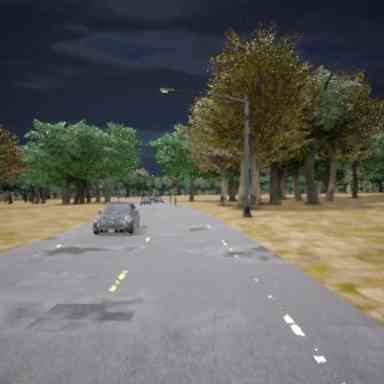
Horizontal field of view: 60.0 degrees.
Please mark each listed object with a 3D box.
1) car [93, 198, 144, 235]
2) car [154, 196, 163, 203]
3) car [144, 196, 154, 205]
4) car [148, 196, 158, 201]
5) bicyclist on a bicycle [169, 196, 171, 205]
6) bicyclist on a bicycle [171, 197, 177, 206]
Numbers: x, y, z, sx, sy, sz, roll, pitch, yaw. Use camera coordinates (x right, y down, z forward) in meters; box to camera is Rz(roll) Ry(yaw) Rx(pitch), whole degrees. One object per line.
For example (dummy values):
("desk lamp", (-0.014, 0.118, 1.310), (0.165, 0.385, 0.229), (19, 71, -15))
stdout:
("car", (-4.135, 1.361, 18.840), (2.097, 1.767, 4.553), (0, 0, -3))
("car", (-7.819, 1.801, 77.687), (2.033, 1.411, 5.357), (0, -1, -12))
("car", (-8.369, 1.693, 60.705), (1.994, 1.385, 4.181), (0, 0, -8))
("car", (-10.949, 1.790, 92.341), (2.128, 1.511, 4.902), (0, -1, -14))
("bicyclist on a bicycle", (-3.899, 1.588, 61.116), (0.582, 1.620, 1.656), (0, -1, -9))
("bicyclist on a bicycle", (-2.605, 1.544, 52.208), (0.582, 1.620, 1.656), (0, -1, -8))
